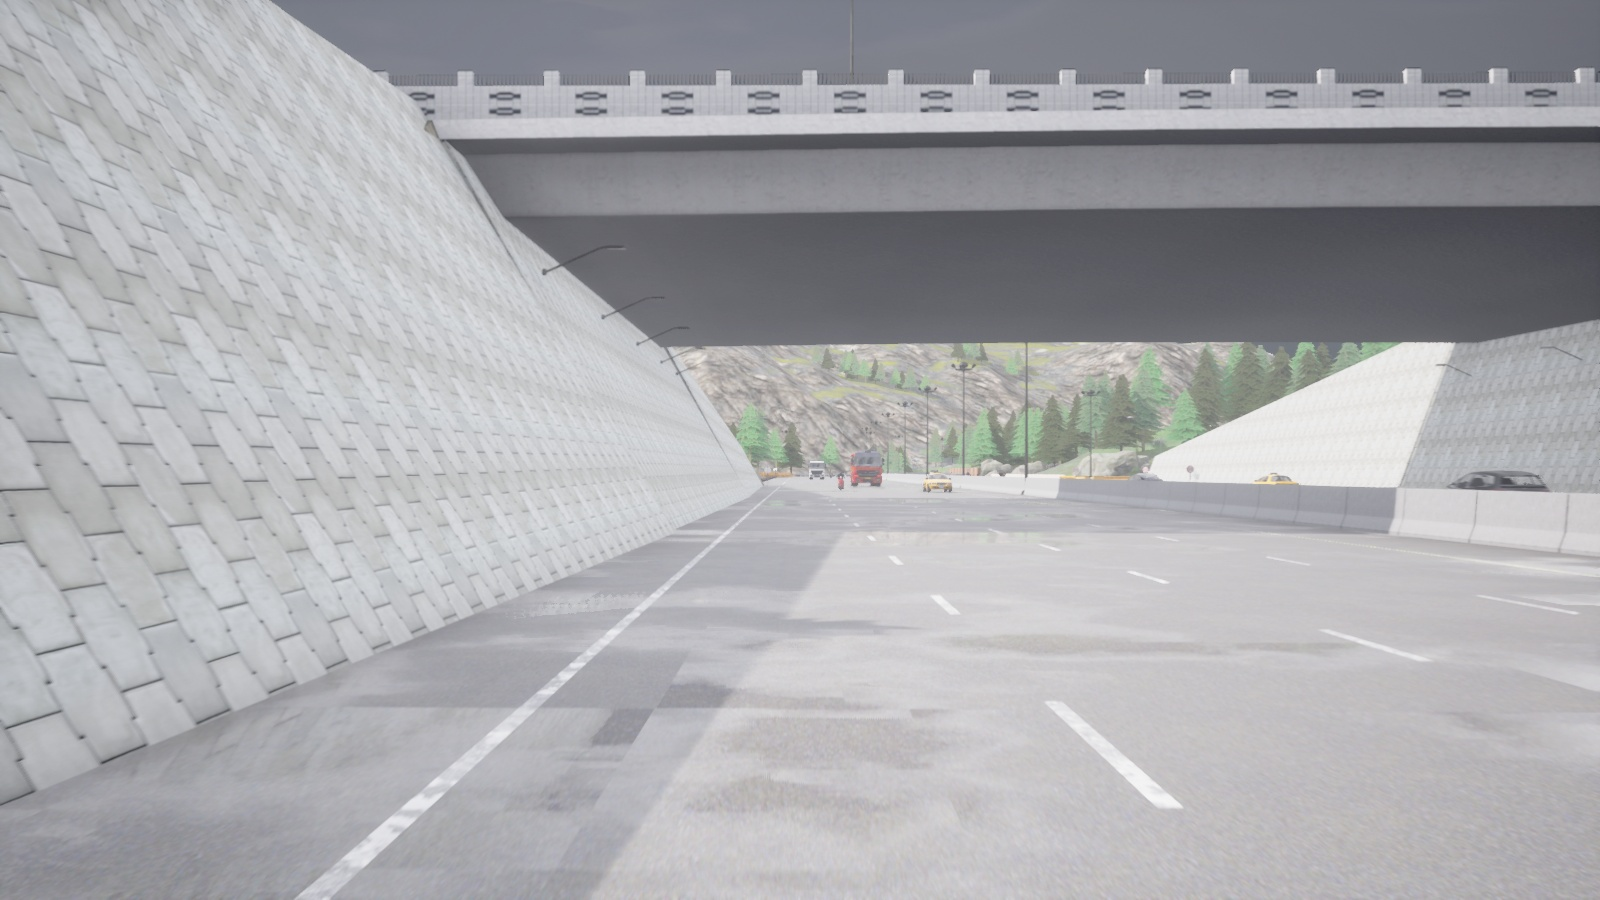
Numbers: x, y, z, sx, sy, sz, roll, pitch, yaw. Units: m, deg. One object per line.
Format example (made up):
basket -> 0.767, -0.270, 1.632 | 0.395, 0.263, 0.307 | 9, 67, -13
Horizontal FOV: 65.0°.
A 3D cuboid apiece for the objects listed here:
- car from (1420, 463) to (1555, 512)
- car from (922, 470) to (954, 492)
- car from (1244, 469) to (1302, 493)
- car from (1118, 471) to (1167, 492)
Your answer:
car -> 24.391, 1.311, 44.763 | 2.242, 1.667, 4.611 | 0, -1, 0
car -> 10.316, 2.291, 94.293 | 1.801, 1.575, 5.366 | 0, -1, 0
car -> 31.330, 2.024, 83.352 | 1.801, 1.575, 5.366 | 0, -1, 0
car -> 24.323, 2.212, 89.292 | 2.163, 1.488, 4.792 | 0, -1, 0
